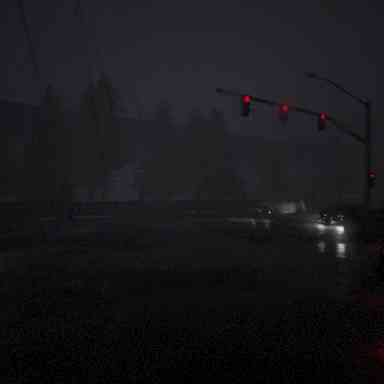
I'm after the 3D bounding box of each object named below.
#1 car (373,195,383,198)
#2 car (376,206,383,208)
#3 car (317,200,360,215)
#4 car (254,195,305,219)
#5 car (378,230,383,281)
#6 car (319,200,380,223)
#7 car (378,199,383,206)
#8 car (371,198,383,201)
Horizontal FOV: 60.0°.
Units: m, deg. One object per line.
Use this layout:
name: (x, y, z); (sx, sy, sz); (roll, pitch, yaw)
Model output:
car: (24.473, 1.459, 42.816); (5.566, 2.045, 2.150); (0, 0, -35)
car: (11.166, 1.575, 16.008); (5.008, 1.535, 1.882); (0, 0, -35)
car: (16.394, 1.676, 37.070); (4.902, 1.511, 2.128); (0, 0, -35)
car: (8.332, 1.354, 31.405); (5.566, 2.045, 2.150); (0, 0, -35)
car: (6.860, 1.408, 8.638); (4.553, 1.767, 2.097); (0, 0, -35)
car: (11.994, 1.635, 25.382); (4.892, 1.490, 1.837); (0, 0, -36)
car: (19.584, 1.657, 30.787); (5.008, 1.535, 1.882); (0, 0, -35)
car: (22.059, 1.700, 36.795); (4.902, 1.511, 2.128); (0, 0, -35)
